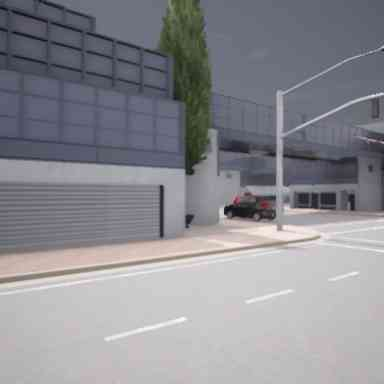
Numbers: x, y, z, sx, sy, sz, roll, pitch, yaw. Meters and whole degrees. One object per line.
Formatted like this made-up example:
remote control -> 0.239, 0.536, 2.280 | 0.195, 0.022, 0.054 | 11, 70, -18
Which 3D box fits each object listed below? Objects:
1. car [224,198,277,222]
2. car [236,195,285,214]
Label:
car -> 4.848, 1.561, 28.004 | 1.882, 1.535, 5.008 | 0, 0, -37
car -> 6.284, 1.320, 31.967 | 2.150, 2.045, 5.566 | 0, 0, -35
